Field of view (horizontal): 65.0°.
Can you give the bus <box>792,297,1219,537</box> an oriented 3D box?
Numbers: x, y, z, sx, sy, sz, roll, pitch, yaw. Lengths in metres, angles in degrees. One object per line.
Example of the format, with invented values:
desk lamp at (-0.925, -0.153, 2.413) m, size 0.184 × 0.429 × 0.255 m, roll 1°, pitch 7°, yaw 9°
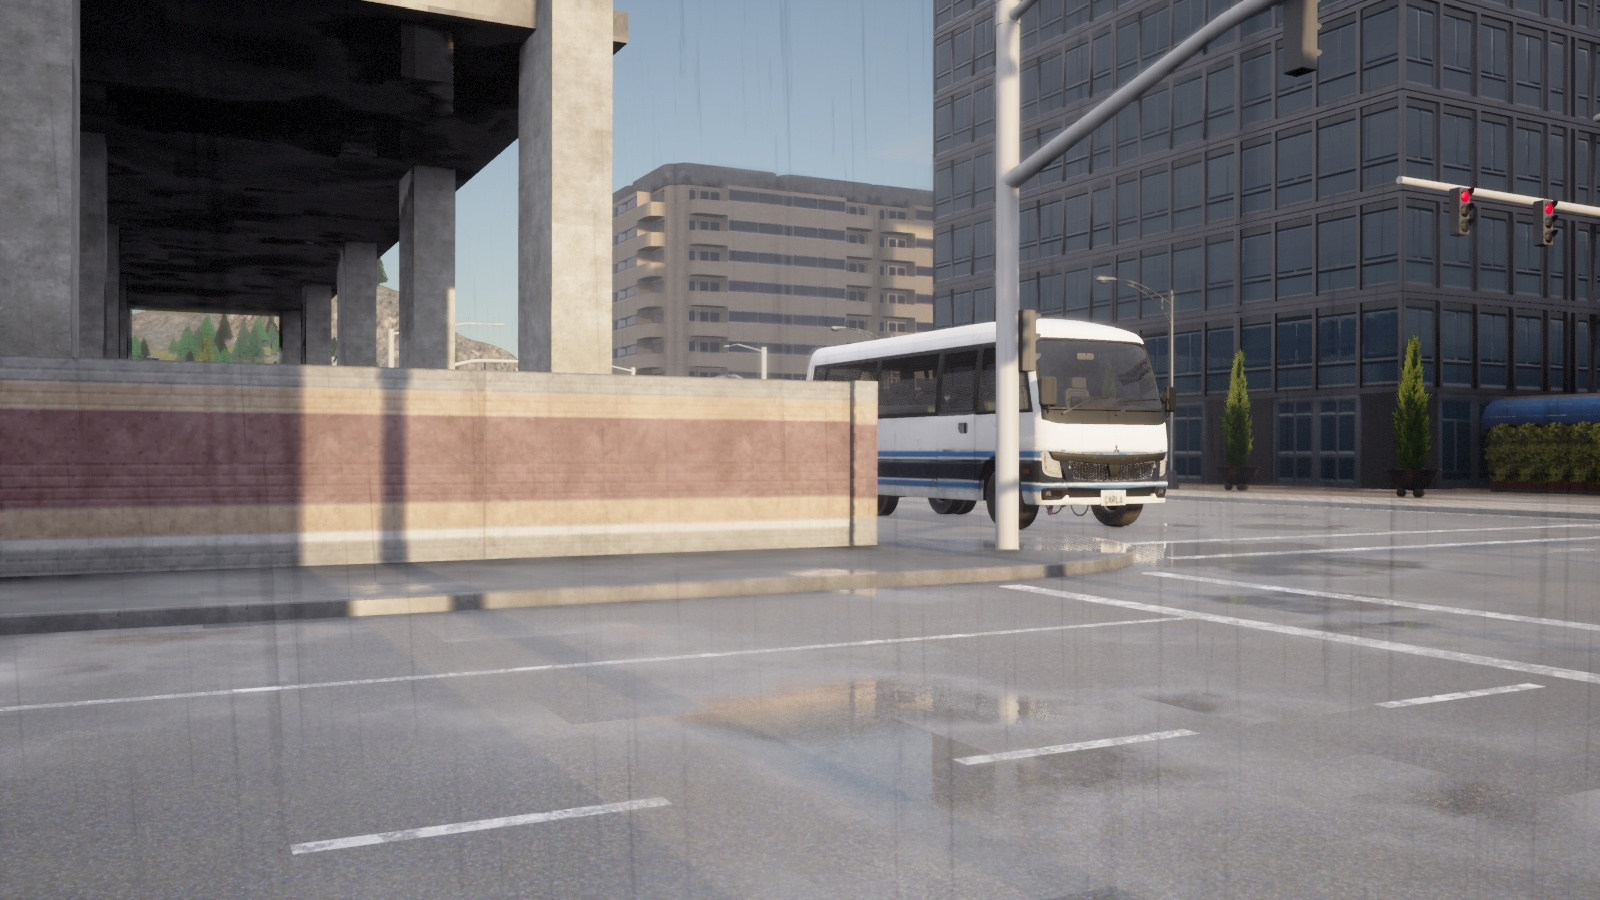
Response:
bus at (3.924, -0.572, 27.768) m, size 3.944 × 4.253 × 10.273 m, roll 0°, pitch 0°, yaw -27°
